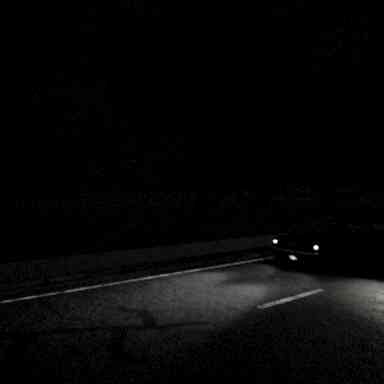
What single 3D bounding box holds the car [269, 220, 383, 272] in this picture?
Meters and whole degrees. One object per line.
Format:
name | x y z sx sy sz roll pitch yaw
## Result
car | 4.776 1.632 11.082 4.718 1.301 1.895 0 0 -35
